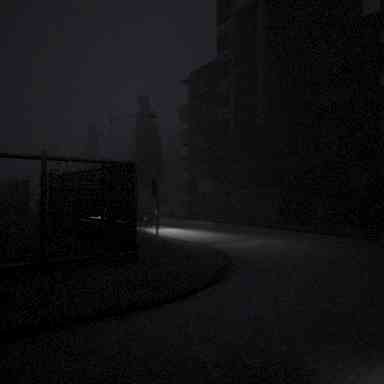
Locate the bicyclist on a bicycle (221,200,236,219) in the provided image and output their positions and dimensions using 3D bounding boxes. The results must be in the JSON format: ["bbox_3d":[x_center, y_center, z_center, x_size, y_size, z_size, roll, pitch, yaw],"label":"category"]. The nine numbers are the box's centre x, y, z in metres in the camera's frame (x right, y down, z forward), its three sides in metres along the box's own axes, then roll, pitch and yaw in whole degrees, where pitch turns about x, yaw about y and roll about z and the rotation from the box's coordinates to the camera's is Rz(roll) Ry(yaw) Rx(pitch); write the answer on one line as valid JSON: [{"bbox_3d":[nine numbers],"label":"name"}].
[{"bbox_3d":[3.140,1.488,28.361,1.656,1.620,0.582,0,0,-36],"label":"bicyclist on a bicycle"}]

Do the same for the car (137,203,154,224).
[{"bbox_3d":[-4.615,1.569,24.778,2.128,1.511,4.902,1,0,-35],"label":"car"}]
